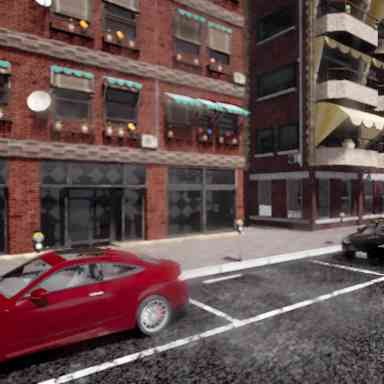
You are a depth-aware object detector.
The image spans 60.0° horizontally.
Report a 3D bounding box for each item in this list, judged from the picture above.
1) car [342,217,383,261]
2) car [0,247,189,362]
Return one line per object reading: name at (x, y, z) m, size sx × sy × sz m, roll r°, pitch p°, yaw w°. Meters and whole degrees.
car at (7.012, 1.574, 11.568) m, size 4.313 × 1.339 × 1.947 m, roll 0°, pitch 0°, yaw -35°
car at (-1.987, 1.583, 5.150) m, size 4.206 × 1.307 × 1.802 m, roll 0°, pitch 0°, yaw -35°
